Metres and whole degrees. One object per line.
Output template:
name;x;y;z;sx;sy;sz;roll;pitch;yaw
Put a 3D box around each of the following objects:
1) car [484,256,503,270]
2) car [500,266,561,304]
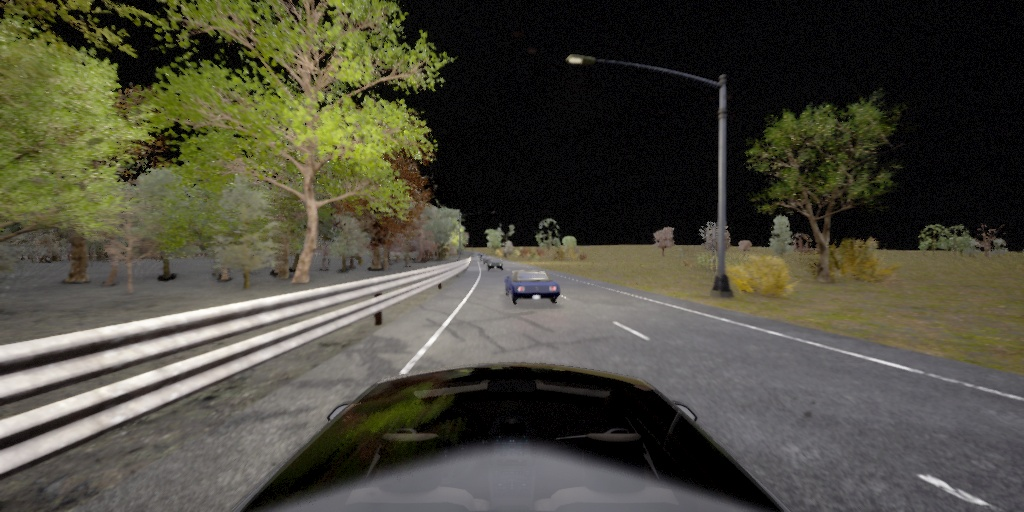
car;-2.193;1.053;44.898;1.895;1.301;4.718;0;1;-6
car;0.719;1.260;15.781;1.895;1.301;4.718;0;0;-6
